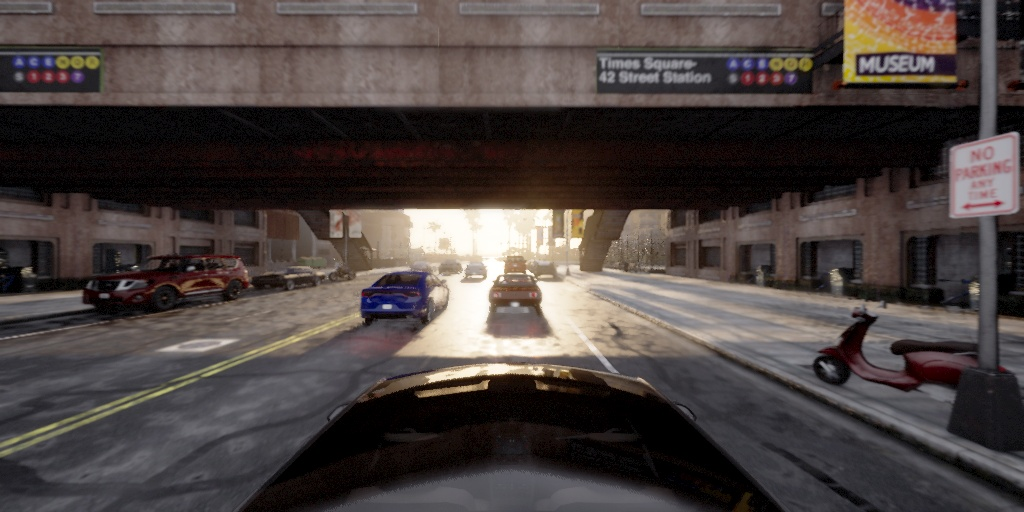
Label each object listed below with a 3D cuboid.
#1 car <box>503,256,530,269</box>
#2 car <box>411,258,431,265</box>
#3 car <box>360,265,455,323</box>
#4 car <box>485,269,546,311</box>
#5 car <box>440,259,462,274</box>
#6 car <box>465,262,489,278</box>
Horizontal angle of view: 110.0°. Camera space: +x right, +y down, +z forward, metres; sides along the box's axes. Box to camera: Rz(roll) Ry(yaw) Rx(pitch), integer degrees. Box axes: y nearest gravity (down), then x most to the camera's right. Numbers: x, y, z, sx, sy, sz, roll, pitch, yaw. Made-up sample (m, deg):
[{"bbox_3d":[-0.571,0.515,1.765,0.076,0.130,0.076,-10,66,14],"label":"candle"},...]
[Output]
[{"bbox_3d":[0.299,0.975,35.215,2.150,2.045,5.566,0,0,0],"label":"car"},{"bbox_3d":[-10.368,1.273,40.761,1.812,1.442,4.674,0,0,0],"label":"car"},{"bbox_3d":[-3.382,1.227,12.216,1.882,1.535,5.008,0,0,0],"label":"car"},{"bbox_3d":[0.126,1.352,14.331,1.895,1.301,4.718,0,0,0],"label":"car"},{"bbox_3d":[-6.870,1.102,40.212,2.097,1.767,4.553,0,0,0],"label":"car"},{"bbox_3d":[-3.224,1.277,33.232,1.812,1.442,4.674,0,0,0],"label":"car"}]
